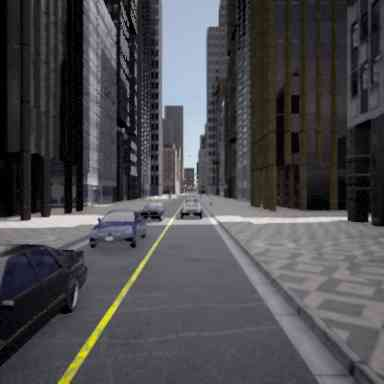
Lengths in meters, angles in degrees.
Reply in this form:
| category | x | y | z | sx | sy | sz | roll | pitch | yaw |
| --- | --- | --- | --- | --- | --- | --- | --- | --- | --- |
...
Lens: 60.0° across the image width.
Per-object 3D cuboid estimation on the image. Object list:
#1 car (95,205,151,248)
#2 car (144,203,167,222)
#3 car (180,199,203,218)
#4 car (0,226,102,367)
| category | x | y | z | sx | sy | sz | roll | pitch | yaw |
| --- | --- | --- | --- | --- | --- | --- | --- | --- | --- |
| car | -3.139 | 1.518 | 14.960 | 1.812 | 1.442 | 4.674 | 0 | 0 | 0 |
| car | -3.097 | 1.587 | 26.299 | 1.895 | 1.301 | 4.718 | 0 | 0 | 0 |
| car | -0.028 | 1.582 | 29.493 | 1.895 | 1.301 | 4.718 | 0 | 0 | 0 |
| car | -3.113 | 1.547 | 4.933 | 2.033 | 1.411 | 5.357 | 0 | 0 | 0 |
